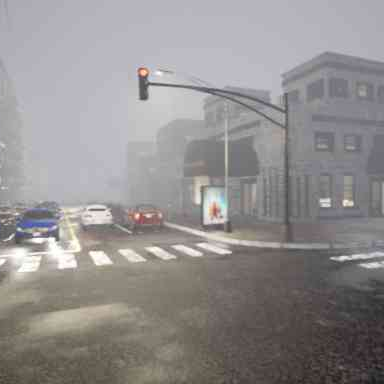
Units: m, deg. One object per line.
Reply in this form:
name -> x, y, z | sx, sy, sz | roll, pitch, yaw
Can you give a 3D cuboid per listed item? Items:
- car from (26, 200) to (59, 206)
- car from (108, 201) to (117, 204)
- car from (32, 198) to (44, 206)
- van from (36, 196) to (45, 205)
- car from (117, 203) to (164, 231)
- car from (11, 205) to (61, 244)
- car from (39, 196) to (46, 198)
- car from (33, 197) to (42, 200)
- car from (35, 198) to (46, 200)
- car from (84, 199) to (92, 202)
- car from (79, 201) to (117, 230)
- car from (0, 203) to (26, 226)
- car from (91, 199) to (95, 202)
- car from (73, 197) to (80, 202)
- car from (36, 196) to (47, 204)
car -> -11.176, 1.638, 25.436 | 2.128, 1.511, 4.902 | -1, 0, -22
car -> -7.516, 1.679, 31.730 | 1.802, 1.307, 4.206 | -1, 0, -22
car -> -30.216, 1.990, 65.353 | 1.752, 1.417, 4.829 | -1, 0, -22
van -> -34.570, 1.888, 76.066 | 1.690, 1.788, 3.998 | -1, 0, -22
car -> -3.232, 1.469, 21.174 | 1.967, 1.590, 4.097 | -1, 0, -22
car -> -7.673, 1.618, 16.755 | 1.812, 1.442, 4.674 | -1, 0, -22
car -> -28.139, 1.867, 60.232 | 1.967, 1.590, 4.097 | -1, 0, -22
car -> -23.786, 1.876, 49.520 | 1.752, 1.417, 4.829 | -1, 0, -22
car -> -15.008, 1.686, 34.817 | 1.882, 1.535, 5.008 | -1, 0, -22
car -> -16.090, 1.790, 52.842 | 2.008, 1.369, 4.403 | -1, 0, -22
car -> -6.409, 1.601, 22.009 | 1.812, 1.442, 4.674 | -1, 0, -21
car -> -13.132, 1.725, 23.287 | 2.008, 1.369, 4.403 | -1, 0, -22
car -> -9.660, 1.682, 37.009 | 2.008, 1.369, 4.403 | -1, 0, -22
car -> -31.093, 2.099, 89.788 | 1.802, 1.307, 4.206 | -1, 0, -22
car -> -36.714, 1.903, 81.342 | 2.192, 1.841, 5.009 | -1, 0, -22
